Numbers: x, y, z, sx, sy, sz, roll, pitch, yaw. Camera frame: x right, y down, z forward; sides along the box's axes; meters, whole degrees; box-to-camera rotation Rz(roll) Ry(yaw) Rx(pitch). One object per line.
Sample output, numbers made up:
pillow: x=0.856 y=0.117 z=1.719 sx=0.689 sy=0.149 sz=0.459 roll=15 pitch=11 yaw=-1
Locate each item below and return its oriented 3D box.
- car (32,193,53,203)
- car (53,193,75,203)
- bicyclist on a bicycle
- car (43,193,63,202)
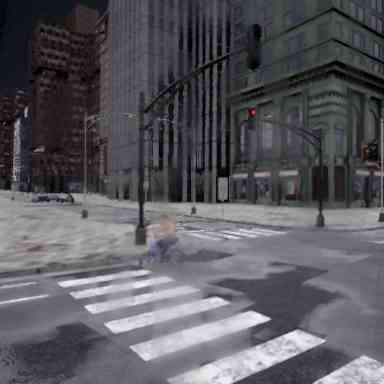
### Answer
car: x=-23.112 y=0.922 z=50.700 sx=2.033 sy=1.411 sz=5.357 roll=0 pitch=0 yaw=-35
car: x=-19.052 y=0.951 z=50.212 sx=1.812 sy=1.442 sz=4.674 roll=0 pitch=0 yaw=-35
bicyclist on a bicycle: x=-0.848 y=1.452 z=9.757 sx=1.509 sy=1.612 sz=0.866 roll=-1 pitch=0 yaw=-36
car: x=-24.026 y=0.870 z=57.195 sx=2.033 sy=1.411 sz=5.357 roll=0 pitch=0 yaw=-35
